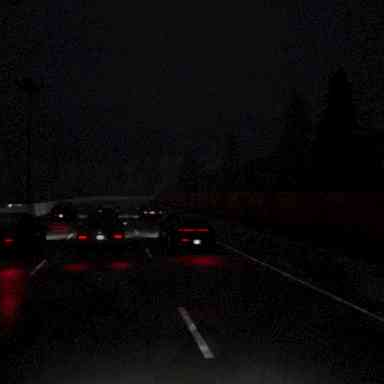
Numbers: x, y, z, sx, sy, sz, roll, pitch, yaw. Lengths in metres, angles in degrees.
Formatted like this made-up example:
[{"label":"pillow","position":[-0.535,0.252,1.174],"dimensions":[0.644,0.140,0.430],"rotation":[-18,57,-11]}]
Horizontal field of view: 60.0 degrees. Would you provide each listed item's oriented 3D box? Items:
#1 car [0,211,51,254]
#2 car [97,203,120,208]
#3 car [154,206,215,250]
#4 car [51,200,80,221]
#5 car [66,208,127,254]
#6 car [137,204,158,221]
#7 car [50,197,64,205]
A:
[{"label":"car","position":[-7.179,1.537,13.336],"dimensions":[1.812,1.442,4.674],"rotation":[1,0,-13]},{"label":"car","position":[-7.197,1.654,28.743],"dimensions":[1.812,1.442,4.674],"rotation":[1,0,-13]},{"label":"car","position":[-0.353,1.617,14.879],"dimensions":[1.837,1.490,4.892],"rotation":[1,0,-13]},{"label":"car","position":[-10.586,1.587,27.862],"dimensions":[1.837,1.490,4.892],"rotation":[1,0,-13]},{"label":"car","position":[-3.689,1.606,13.759],"dimensions":[2.033,1.411,5.357],"rotation":[1,0,-13]},{"label":"car","position":[-3.706,1.723,29.162],"dimensions":[2.033,1.411,5.357],"rotation":[1,0,-13]},{"label":"car","position":[-26.650,1.713,65.694],"dimensions":[1.994,1.385,4.181],"rotation":[1,0,-13]}]
